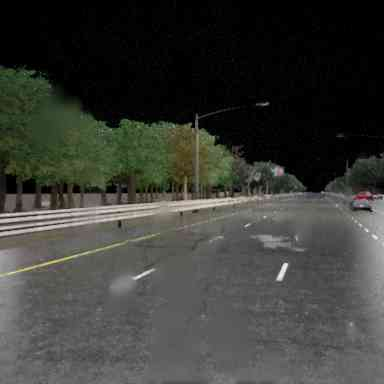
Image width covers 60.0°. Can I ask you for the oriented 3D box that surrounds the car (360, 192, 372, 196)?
[{"bbox_3d":[38.673,1.070,74.105,2.150,2.045,5.566,0,0,42],"label":"car"}]

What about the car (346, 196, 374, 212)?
[{"bbox_3d":[19.097,1.490,37.870,1.994,1.385,4.181,0,0,21],"label":"car"}]

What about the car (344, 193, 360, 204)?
[{"bbox_3d":[27.452,1.377,57.666,2.128,1.511,4.902,0,0,28],"label":"car"}]
